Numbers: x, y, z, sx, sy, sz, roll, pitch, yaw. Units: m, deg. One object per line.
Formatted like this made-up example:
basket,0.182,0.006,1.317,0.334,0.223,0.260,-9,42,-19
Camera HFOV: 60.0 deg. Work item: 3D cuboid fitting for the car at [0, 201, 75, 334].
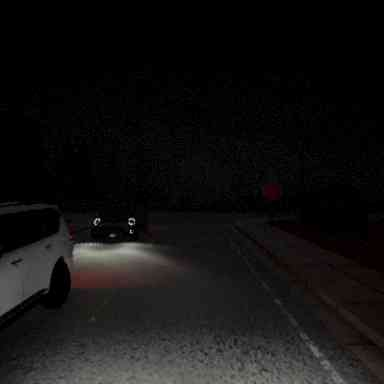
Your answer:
car,-3.592,1.213,4.958,2.150,2.045,5.566,0,0,0

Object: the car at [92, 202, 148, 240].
car,-3.507,1.328,16.897,2.097,1.767,4.553,0,0,0
